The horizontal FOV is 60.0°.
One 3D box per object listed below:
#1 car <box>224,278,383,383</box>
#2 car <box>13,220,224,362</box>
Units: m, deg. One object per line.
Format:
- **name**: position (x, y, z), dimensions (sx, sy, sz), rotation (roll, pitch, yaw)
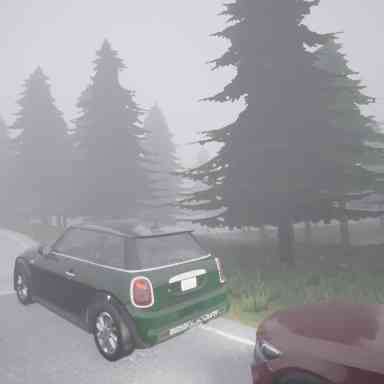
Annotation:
- **car**: position (2.757, 1.532, 2.591), dimensions (4.674, 1.442, 1.812), rotation (1, 0, 36)
- **car**: position (-1.576, 1.309, 6.208), dimensions (4.553, 1.767, 2.097), rotation (1, 1, 44)
